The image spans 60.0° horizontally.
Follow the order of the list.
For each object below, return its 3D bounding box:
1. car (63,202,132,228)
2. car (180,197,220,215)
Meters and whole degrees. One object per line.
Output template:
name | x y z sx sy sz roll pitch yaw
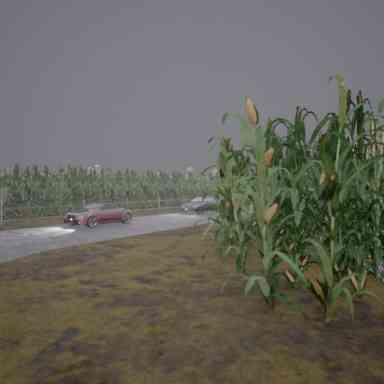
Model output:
car | -5.702 1.348 20.519 1.994 1.385 4.181 1 2 36
car | 0.892 1.148 29.657 1.812 1.442 4.674 1 2 36
